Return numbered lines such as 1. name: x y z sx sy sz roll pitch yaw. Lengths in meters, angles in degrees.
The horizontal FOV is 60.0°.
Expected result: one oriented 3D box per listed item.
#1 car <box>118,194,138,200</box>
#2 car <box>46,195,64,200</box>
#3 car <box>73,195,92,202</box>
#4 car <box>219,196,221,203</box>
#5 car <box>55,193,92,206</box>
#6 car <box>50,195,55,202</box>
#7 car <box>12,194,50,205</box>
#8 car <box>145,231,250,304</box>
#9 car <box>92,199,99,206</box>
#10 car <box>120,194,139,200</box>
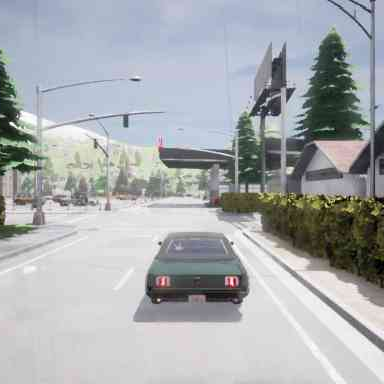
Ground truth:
1. car: -16.394 1.330 84.859 5.027 1.636 2.152 0 0 0
2. car: -35.060 1.384 84.905 3.806 1.475 1.970 0 0 0
3. car: -24.004 1.319 72.971 3.633 1.501 1.845 0 0 0
4. car: 5.514 1.547 65.540 2.033 1.411 5.357 0 0 -14
5. car: -16.751 1.077 47.274 3.866 1.878 1.905 0 0 0
6. car: -23.992 1.298 62.979 4.514 1.523 2.007 0 0 0
7. car: -24.637 1.097 50.518 4.605 1.855 1.932 0 0 0
8. car: 0.099 1.601 8.088 1.895 1.301 4.718 0 0 0
9. car: -16.158 1.361 50.602 3.806 1.475 1.970 0 0 0
10. car: -16.463 1.339 87.995 4.514 1.523 2.007 0 0 0
